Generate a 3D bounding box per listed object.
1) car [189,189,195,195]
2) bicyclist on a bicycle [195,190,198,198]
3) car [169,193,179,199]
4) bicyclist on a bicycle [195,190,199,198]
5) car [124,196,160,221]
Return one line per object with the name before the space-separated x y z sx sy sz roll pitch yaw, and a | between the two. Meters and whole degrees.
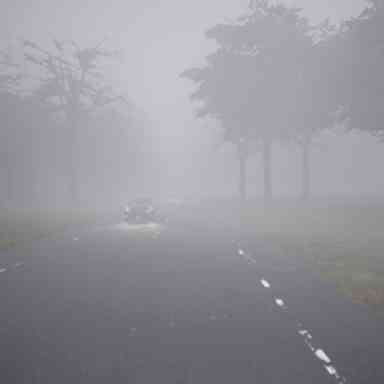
car | -0.007 0.252 87.031 2.033 1.411 5.357 0 1 0
bicyclist on a bicycle | 0.957 0.406 72.054 0.659 1.776 1.843 0 1 0
car | -3.517 0.757 65.667 1.895 1.301 4.718 0 1 0
bicyclist on a bicycle | 0.953 0.634 63.488 0.866 1.612 1.509 0 0 0
car | -3.600 1.127 24.526 2.097 1.767 4.553 0 1 0
